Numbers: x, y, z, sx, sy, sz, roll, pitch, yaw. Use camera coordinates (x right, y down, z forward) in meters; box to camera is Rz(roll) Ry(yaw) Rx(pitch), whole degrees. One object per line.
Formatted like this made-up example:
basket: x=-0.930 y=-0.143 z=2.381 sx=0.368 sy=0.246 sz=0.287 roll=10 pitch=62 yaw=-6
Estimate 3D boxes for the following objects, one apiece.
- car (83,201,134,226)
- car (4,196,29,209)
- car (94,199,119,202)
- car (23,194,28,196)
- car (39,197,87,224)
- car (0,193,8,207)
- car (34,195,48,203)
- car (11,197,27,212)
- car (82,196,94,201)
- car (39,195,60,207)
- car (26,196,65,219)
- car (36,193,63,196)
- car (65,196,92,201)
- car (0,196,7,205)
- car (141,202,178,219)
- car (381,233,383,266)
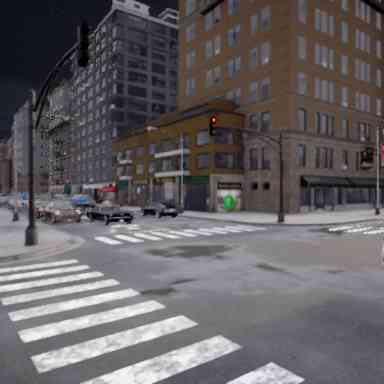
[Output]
car: x=-5.810 y=1.550 z=23.394 sx=1.895 sy=1.301 sz=4.718 roll=0 pitch=0 yaw=-35
car: x=-22.105 y=1.504 z=42.096 sx=2.008 sy=1.369 sz=4.403 roll=0 pitch=0 yaw=-35
car: x=-9.195 y=1.521 z=37.715 sx=1.802 sy=1.307 sz=4.206 roll=0 pitch=0 yaw=-35
car: x=-37.781 y=1.418 z=78.246 sx=1.967 sy=1.590 sz=4.097 roll=0 pitch=0 yaw=-35
car: x=-9.401 y=1.392 z=24.082 sx=1.967 sy=1.590 sz=4.097 roll=0 pitch=0 yaw=-35
car: x=-28.458 y=1.401 z=51.102 sx=1.967 sy=1.590 sz=4.097 roll=0 pitch=0 yaw=-35
car: x=-31.428 y=1.407 z=69.238 sx=1.967 sy=1.590 sz=4.097 roll=0 pitch=0 yaw=-35
car: x=-18.929 y=1.533 z=37.592 sx=1.802 sy=1.307 sz=4.206 roll=0 pitch=0 yaw=-35
car: x=-12.372 y=1.506 z=42.218 sx=1.947 sy=1.339 sz=4.313 roll=0 pitch=0 yaw=-35
car: x=-22.054 y=1.302 z=51.550 sx=2.097 sy=1.767 sz=4.553 roll=0 pitch=0 yaw=-35
car: x=-12.577 y=1.391 z=28.586 sx=1.967 sy=1.590 sz=4.097 roll=0 pitch=0 yaw=-35
car: x=-17.649 y=1.169 z=40.206 sx=2.150 sy=2.045 sz=5.566 roll=0 pitch=0 yaw=-35
car: x=-11.537 y=1.438 z=31.514 sx=2.128 sy=1.511 sz=4.902 roll=0 pitch=0 yaw=-35
car: x=-34.810 y=1.523 z=60.109 sx=2.008 sy=1.369 sz=4.403 roll=0 pitch=0 yaw=-35
car: x=-2.842 y=1.506 z=28.707 sx=1.947 sy=1.339 sz=4.313 roll=0 pitch=0 yaw=-35
car: x=7.000 y=1.167 z=8.430 sx=5.566 sy=2.045 sz=2.150 roll=0 pitch=0 yaw=-35
